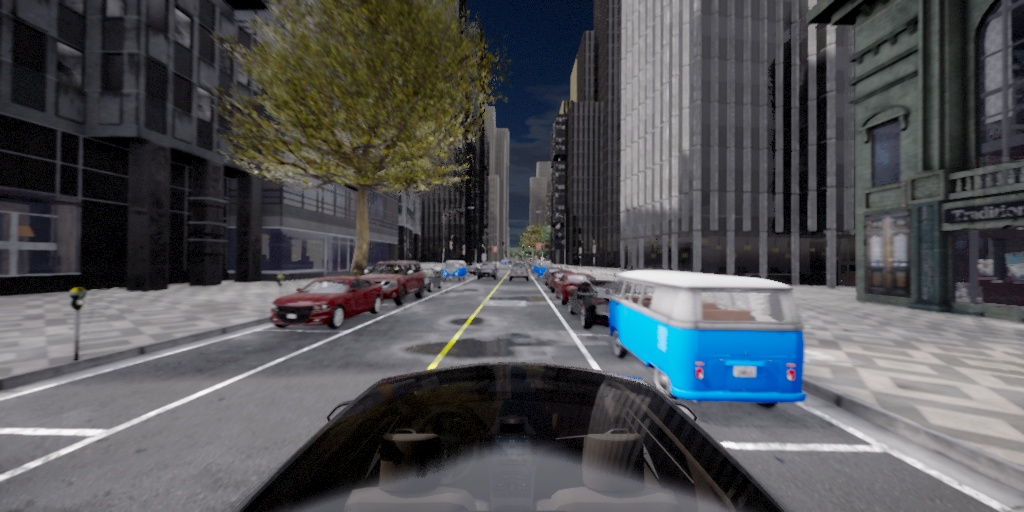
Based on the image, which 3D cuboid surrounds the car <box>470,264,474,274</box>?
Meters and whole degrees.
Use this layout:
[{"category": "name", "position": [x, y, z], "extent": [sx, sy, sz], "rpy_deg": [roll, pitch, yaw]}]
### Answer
[{"category": "car", "position": [-4.976, 1.633, 43.184], "extent": [1.948, 1.339, 4.313], "rpy_deg": [0, 0, 1]}]

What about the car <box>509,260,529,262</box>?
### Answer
[{"category": "car", "position": [0.882, 1.648, 45.453], "extent": [1.837, 1.490, 4.892], "rpy_deg": [1, 0, 2]}]

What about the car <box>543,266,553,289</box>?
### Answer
[{"category": "car", "position": [3.126, 1.537, 22.340], "extent": [1.802, 1.307, 4.207], "rpy_deg": [0, 0, 1]}]

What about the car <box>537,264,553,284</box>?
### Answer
[{"category": "car", "position": [3.236, 1.554, 27.751], "extent": [2.007, 1.370, 4.403], "rpy_deg": [0, 0, 1]}]

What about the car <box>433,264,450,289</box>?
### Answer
[{"category": "car", "position": [-5.407, 1.425, 22.035], "extent": [2.007, 1.370, 4.403], "rpy_deg": [0, 0, 1]}]

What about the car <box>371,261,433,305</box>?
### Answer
[{"category": "car", "position": [-5.515, 1.142, 16.747], "extent": [2.192, 1.841, 5.009], "rpy_deg": [0, 0, 1]}]

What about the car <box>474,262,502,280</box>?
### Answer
[{"category": "car", "position": [-2.358, 1.529, 35.746], "extent": [1.837, 1.490, 4.892], "rpy_deg": [1, -1, 1]}]

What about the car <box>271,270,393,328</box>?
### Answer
[{"category": "car", "position": [-5.622, 1.326, 11.459], "extent": [1.888, 1.381, 4.507], "rpy_deg": [0, 0, 1]}]

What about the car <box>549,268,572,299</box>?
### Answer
[{"category": "car", "position": [3.016, 1.452, 16.927], "extent": [1.888, 1.381, 4.507], "rpy_deg": [0, 0, 1]}]

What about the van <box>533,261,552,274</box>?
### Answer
[{"category": "van", "position": [3.457, 1.444, 38.575], "extent": [1.690, 1.789, 3.998], "rpy_deg": [0, 0, 1]}]

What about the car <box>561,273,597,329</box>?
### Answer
[{"category": "car", "position": [2.905, 1.425, 11.515], "extent": [1.948, 1.339, 4.313], "rpy_deg": [0, 0, 1]}]

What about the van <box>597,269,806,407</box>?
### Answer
[{"category": "van", "position": [2.795, 1.153, 6.104], "extent": [1.690, 1.789, 3.998], "rpy_deg": [0, 0, 1]}]

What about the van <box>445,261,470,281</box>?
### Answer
[{"category": "van", "position": [-5.191, 1.311, 32.609], "extent": [1.690, 1.789, 3.998], "rpy_deg": [0, 0, 1]}]

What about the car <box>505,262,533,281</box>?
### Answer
[{"category": "car", "position": [0.674, 1.583, 33.899], "extent": [2.033, 1.411, 5.357], "rpy_deg": [1, 0, 2]}]
